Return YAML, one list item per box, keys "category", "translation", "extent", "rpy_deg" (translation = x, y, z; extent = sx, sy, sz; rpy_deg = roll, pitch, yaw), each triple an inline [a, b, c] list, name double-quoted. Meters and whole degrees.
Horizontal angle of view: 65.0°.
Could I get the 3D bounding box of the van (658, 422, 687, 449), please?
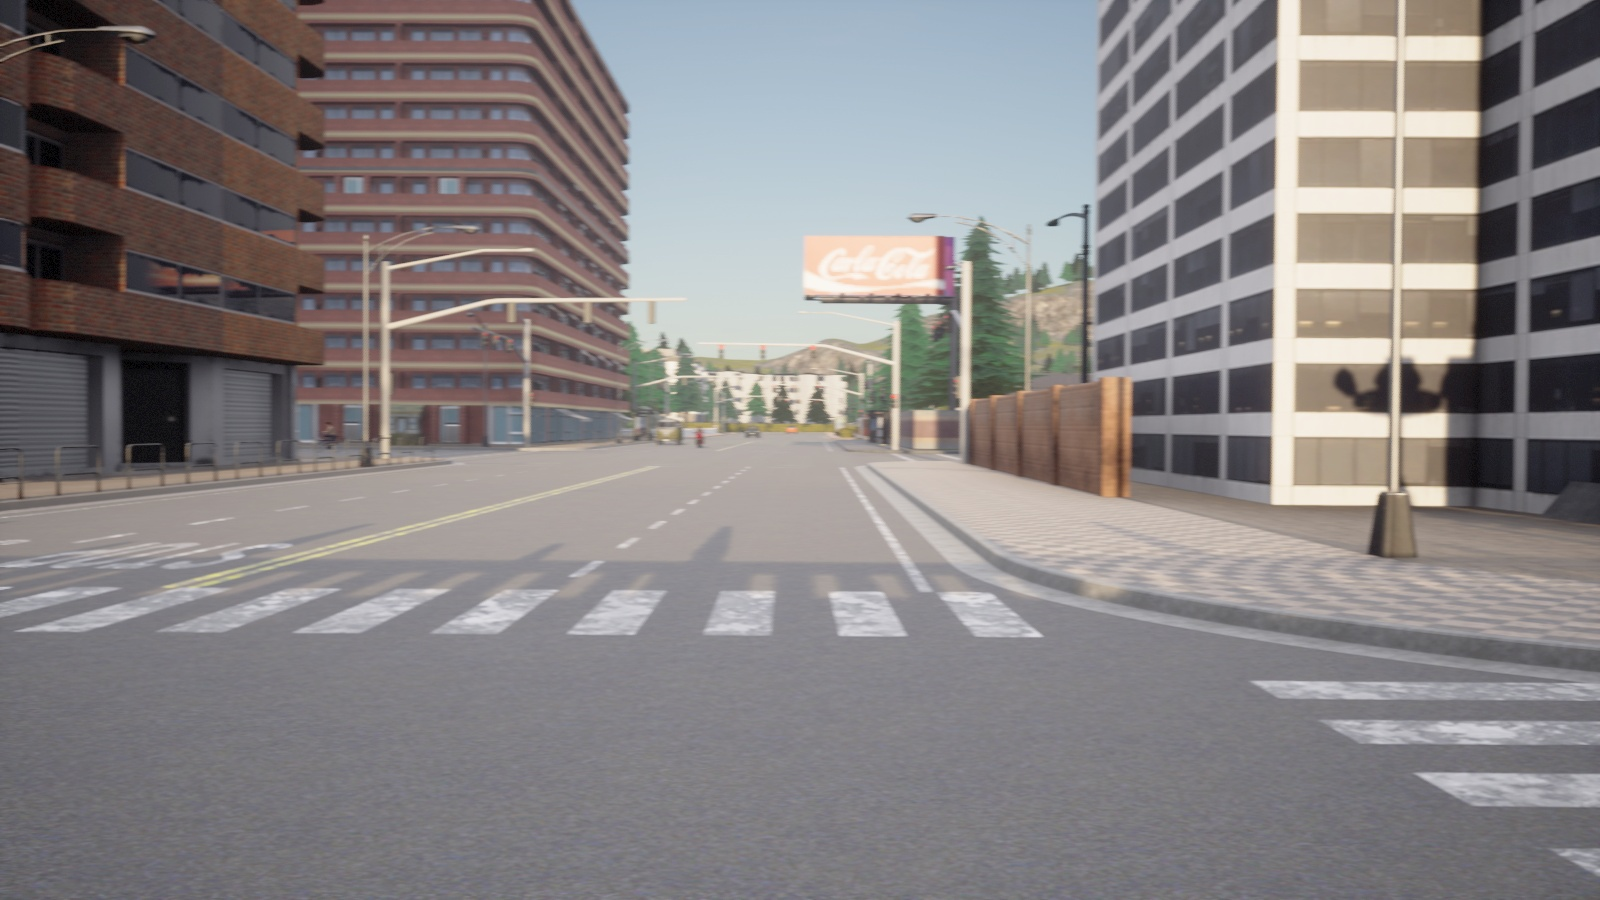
- category: "van"
  translation: [-9.879, -1.160, 97.573]
  extent: [1.775, 1.987, 4.442]
  rpy_deg: [-1, 1, 1]
